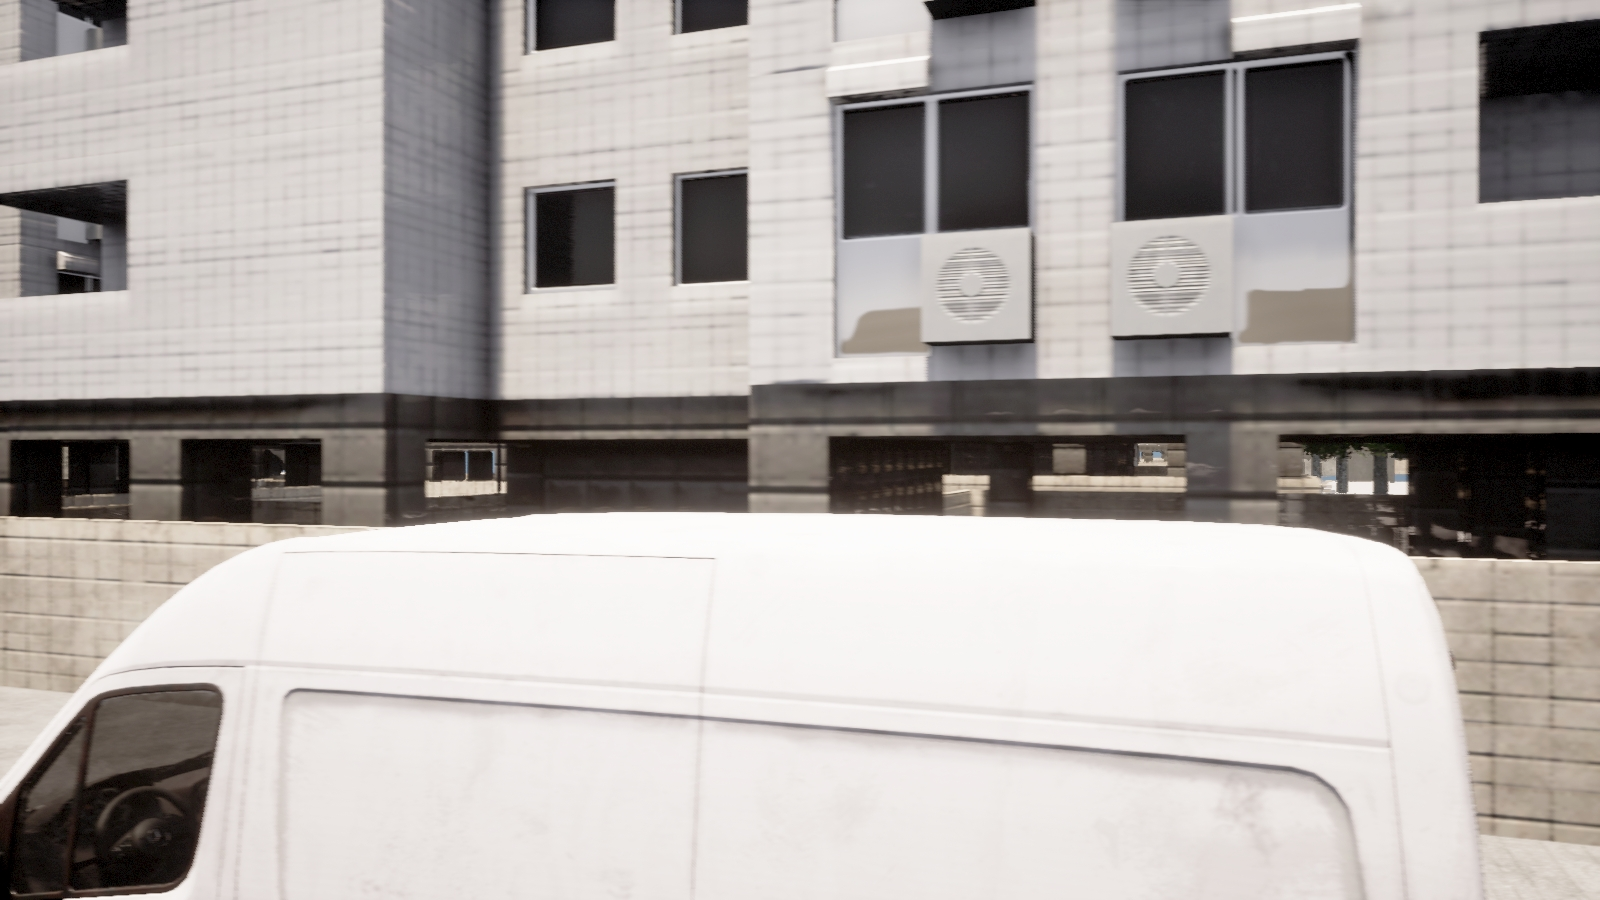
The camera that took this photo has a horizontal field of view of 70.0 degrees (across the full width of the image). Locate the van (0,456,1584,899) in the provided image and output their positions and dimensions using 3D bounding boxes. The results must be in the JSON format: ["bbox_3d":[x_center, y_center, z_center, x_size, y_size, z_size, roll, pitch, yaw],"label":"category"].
[{"bbox_3d":[-0.901,1.314,4.189,5.915,2.561,1.988,0,0,20],"label":"van"}]
